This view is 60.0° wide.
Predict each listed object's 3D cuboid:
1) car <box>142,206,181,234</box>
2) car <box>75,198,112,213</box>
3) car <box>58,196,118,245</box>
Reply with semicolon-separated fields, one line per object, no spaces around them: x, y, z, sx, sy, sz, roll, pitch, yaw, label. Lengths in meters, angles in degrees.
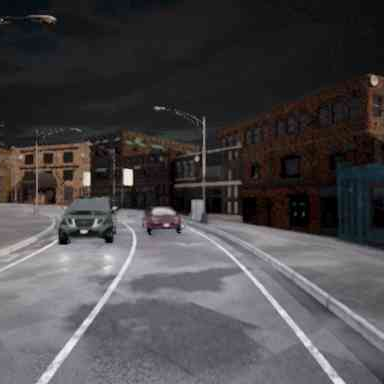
-1.834;1.524;19.350;1.812;1.442;4.674;0;0;-13;car
-11.156;1.451;37.418;2.128;1.511;4.902;1;0;-40;car
-4.753;1.208;15.896;2.150;2.045;5.566;0;0;-10;car
